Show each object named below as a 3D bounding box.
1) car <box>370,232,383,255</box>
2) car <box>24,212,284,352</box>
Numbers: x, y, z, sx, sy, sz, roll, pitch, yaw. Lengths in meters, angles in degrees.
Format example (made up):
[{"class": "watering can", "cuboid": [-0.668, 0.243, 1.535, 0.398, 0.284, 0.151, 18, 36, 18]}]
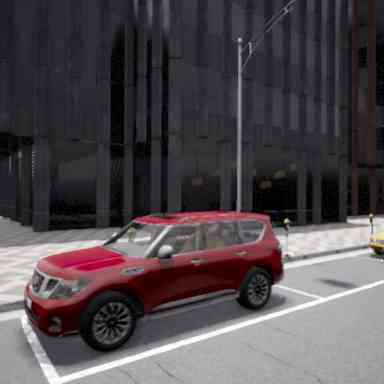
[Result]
[{"class": "car", "cuboid": [8.678, 1.662, 12.837, 4.829, 1.417, 1.752, 1, 0, -35]}, {"class": "car", "cuboid": [-0.360, 1.346, 6.392, 5.009, 1.841, 2.192, 1, 0, -35]}]
